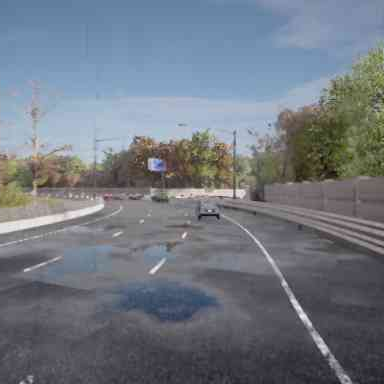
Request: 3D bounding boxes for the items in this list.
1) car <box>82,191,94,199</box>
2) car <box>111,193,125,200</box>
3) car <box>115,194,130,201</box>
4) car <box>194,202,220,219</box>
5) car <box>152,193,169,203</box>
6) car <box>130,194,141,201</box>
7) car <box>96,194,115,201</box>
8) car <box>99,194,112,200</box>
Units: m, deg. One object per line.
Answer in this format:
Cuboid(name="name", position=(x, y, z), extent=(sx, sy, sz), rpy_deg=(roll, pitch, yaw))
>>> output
Cuboid(name="car", position=(-26.020, 1.155, 86.187), extent=(1.837, 1.490, 4.892), rpy_deg=(1, 0, -36))
Cuboid(name="car", position=(-19.947, 1.195, 89.730), extent=(1.882, 1.535, 5.008), rpy_deg=(1, 0, -36))
Cuboid(name="car", position=(-17.154, 1.293, 79.028), extent=(2.128, 1.511, 4.902), rpy_deg=(1, 0, -31))
Cuboid(name="car", position=(1.285, 1.550, 28.983), extent=(2.033, 1.411, 5.357), rpy_deg=(1, 0, -3))
Cuboid(name="car", position=(-6.141, 1.127, 64.038), extent=(2.150, 2.045, 5.566), rpy_deg=(1, 0, -21))
Cuboid(name="car", position=(-13.939, 1.329, 80.449), extent=(1.812, 1.442, 4.674), rpy_deg=(1, 0, -31))
Cuboid(name="car", position=(-20.139, 1.209, 77.194), extent=(1.882, 1.535, 5.008), rpy_deg=(1, 0, -31))
Cuboid(name="car", position=(-22.881, 1.283, 87.813), extent=(1.895, 1.301, 4.718), rpy_deg=(1, 0, -36))
